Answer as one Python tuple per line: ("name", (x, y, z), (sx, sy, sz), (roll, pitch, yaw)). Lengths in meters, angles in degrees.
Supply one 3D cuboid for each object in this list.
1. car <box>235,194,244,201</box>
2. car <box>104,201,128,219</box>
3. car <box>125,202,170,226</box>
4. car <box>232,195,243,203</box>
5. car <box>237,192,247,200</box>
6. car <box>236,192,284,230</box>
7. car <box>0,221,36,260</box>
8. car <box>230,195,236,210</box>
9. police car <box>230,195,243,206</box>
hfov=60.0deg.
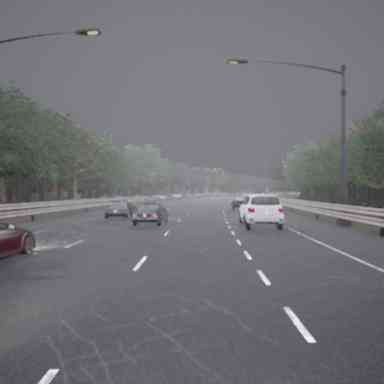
("car", (10.605, 1.270, 74.338), (1.812, 1.442, 4.674), (0, 0, 11))
("car", (-5.848, 1.459, 27.966), (1.994, 1.385, 4.181), (0, 0, 4))
("car", (-2.712, 1.464, 22.506), (2.033, 1.411, 5.357), (0, 0, 3))
("car", (8.746, 1.324, 63.827), (2.033, 1.411, 5.357), (0, 0, 9))
("car", (12.750, 0.936, 84.826), (2.150, 2.045, 5.566), (0, 0, 12))
("car", (4.211, 1.149, 20.798), (2.150, 2.045, 5.566), (0, 0, 3))
("car", (-6.709, 1.520, 10.417), (1.994, 1.385, 4.181), (0, 0, 1))
("car", (5.658, 1.339, 39.403), (1.882, 1.535, 5.008), (0, -1, 6))
("police car", (7.166, 1.318, 53.270), (2.038, 1.542, 4.974), (0, 0, 8))
